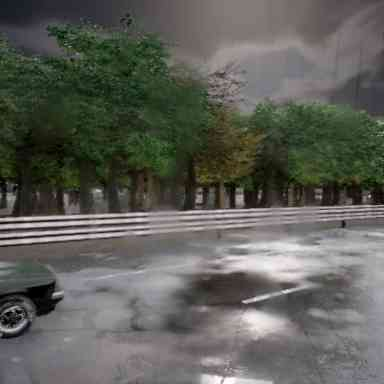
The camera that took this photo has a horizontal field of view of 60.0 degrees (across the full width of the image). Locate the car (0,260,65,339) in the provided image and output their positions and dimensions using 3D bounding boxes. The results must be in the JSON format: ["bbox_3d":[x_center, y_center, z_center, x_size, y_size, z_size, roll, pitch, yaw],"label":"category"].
[{"bbox_3d":[-4.463,1.572,4.859,4.718,1.301,1.895,0,0,-36],"label":"car"}]
